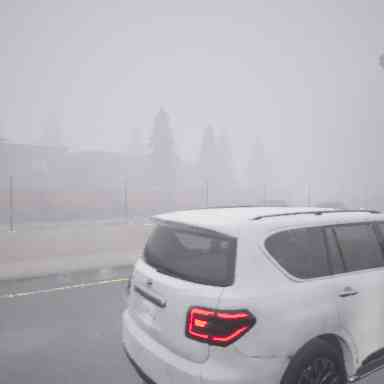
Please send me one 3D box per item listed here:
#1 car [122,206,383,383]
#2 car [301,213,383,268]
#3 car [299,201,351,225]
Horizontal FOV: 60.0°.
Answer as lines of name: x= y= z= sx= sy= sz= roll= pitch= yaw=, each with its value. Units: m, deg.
car: x=1.828 y=1.220 z=4.655 sx=5.566 sy=2.045 sz=2.150 roll=0 pitch=0 yaw=-33
car: x=6.026 y=1.561 z=11.960 sx=4.181 sy=1.385 sz=1.994 roll=0 pitch=0 yaw=-37
car: x=10.004 y=1.499 z=24.816 sx=4.892 sy=1.490 sz=1.837 roll=0 pitch=0 yaw=-44
